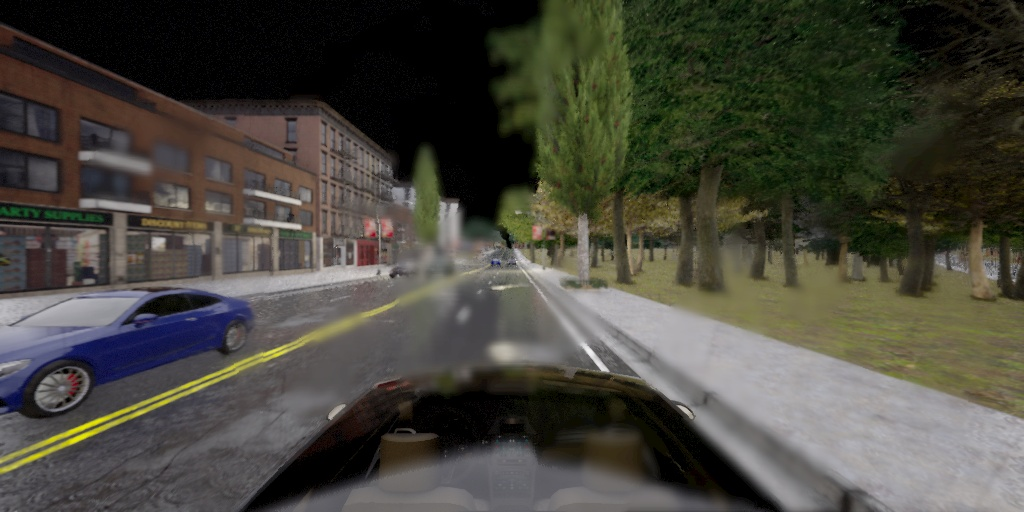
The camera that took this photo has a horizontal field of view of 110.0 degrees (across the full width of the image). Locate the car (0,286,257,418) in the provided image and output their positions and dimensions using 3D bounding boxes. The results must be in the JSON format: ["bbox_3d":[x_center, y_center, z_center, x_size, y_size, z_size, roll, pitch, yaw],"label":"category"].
[{"bbox_3d":[-6.503,1.283,6.041,1.812,1.442,4.674,0,0,0],"label":"car"}]

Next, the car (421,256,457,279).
[{"bbox_3d":[-6.545,0.977,33.538,2.150,2.045,5.566,0,0,0],"label":"car"}]

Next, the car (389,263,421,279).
[{"bbox_3d":[-9.795,1.321,33.570,2.033,1.411,5.357,0,0,0],"label":"car"}]
